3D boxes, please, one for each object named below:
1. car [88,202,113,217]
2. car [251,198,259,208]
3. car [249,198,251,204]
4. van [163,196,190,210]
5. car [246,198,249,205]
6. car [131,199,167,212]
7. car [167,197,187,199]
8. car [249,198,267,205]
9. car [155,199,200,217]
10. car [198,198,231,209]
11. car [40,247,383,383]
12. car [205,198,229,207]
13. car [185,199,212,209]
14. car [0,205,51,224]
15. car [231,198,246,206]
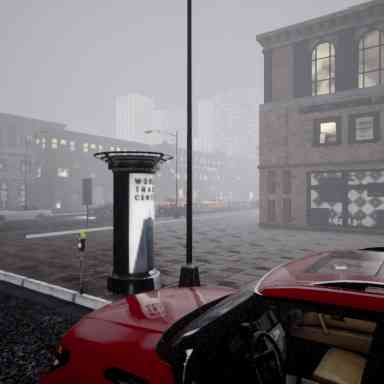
[{"bbox_3d":[-8.316,1.676,33.246,1.994,1.385,4.181,0,0,36],"label":"car"},{"bbox_3d":[11.133,1.680,50.891,1.967,1.590,4.097,0,-1,35],"label":"car"},{"bbox_3d":[11.945,1.868,56.545,1.895,1.301,4.718,0,0,35],"label":"car"},{"bbox_3d":[-2.077,1.523,46.662,1.690,1.788,3.998,0,0,35],"label":"van"},{"bbox_3d":[10.626,1.851,64.751,2.008,1.369,4.403,0,-1,35],"label":"car"},{"bbox_3d":[-5.349,1.679,41.999,1.752,1.417,4.829,0,0,35],"label":"car"},{"bbox_3d":[-2.510,1.512,41.511,2.097,1.767,4.553,0,0,35],"label":"car"},{"bbox_3d":[13.801,1.881,69.274,2.008,1.369,4.403,0,-1,35],"label":"car"},{"bbox_3d":[-1.525,1.673,32.772,1.887,1.381,4.507,0,0,35],"label":"car"},{"bbox_3d":[3.359,1.689,49.812,1.882,1.535,5.008,0,0,36],"label":"car"},{"bbox_3d":[1.167,1.315,2.042,5.009,1.841,2.192,0,0,35],"label":"car"},{"bbox_3d":[4.177,1.764,55.567,1.752,1.417,4.829,0,-1,35],"label":"car"},{"bbox_3d":[1.099,1.761,51.183,2.008,1.369,4.403,0,0,35],"label":"car"},{"bbox_3d":[-13.566,1.673,25.785,1.895,1.301,4.718,0,0,35],"label":"car"},{"bbox_3d":[7.450,1.820,60.228,2.008,1.369,4.403,0,-1,35],"label":"car"}]
